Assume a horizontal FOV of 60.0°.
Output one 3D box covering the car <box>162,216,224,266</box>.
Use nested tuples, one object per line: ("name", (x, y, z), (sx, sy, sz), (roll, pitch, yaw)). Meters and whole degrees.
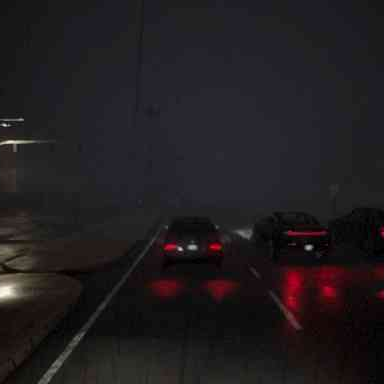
("car", (0.005, 1.529, 11.398), (2.033, 1.411, 5.357), (0, 0, 0))

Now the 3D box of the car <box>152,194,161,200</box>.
("car", (-9.317, 1.381, 88.433), (1.812, 1.442, 4.674), (0, 0, 0))

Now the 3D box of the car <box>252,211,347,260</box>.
("car", (3.504, 1.469, 12.410), (2.128, 1.511, 4.902), (0, 0, 0))

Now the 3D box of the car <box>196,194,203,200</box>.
("car", (2.181, 1.349, 92.910), (1.837, 1.490, 4.892), (0, 0, 0))

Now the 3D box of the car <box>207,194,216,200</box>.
("car", (5.681, 1.326, 92.845), (1.882, 1.535, 5.008), (0, 0, 0))

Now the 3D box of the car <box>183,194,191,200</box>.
("car", (-1.319, 1.387, 92.827), (2.033, 1.411, 5.357), (0, 0, 0))

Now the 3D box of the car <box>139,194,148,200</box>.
("car", (-12.817, 1.357, 88.432), (1.837, 1.490, 4.892), (0, 0, 0))

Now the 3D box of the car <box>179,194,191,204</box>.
("car", (-1.307, 1.466, 61.935), (1.994, 1.385, 4.181), (0, 0, 0))

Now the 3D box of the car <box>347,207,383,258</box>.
("car", (7.005, 1.335, 12.827), (2.097, 1.767, 4.553), (0, 0, 0))
